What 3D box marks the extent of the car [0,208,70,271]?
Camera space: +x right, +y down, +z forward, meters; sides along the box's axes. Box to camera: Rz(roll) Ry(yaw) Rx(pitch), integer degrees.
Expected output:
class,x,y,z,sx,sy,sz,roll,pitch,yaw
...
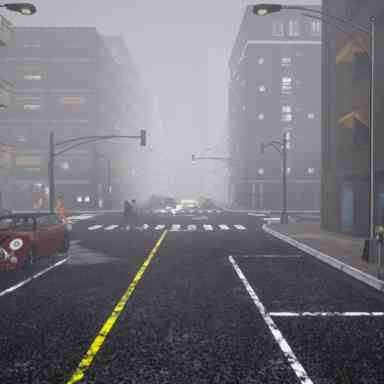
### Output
class,x,y,z,sx,sy,sz,roll,pitch,yaw
car,-5.517,1.437,10.729,1.967,1.590,4.097,-1,0,0

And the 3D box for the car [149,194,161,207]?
class,x,y,z,sx,sy,sz,roll,pitch,yaw
car,-5.627,1.298,52.707,2.192,1.841,5.009,-1,0,0

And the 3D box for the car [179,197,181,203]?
class,x,y,z,sx,sy,sz,roll,pitch,yaw
car,-3.156,1.583,55.955,1.895,1.301,4.718,0,0,0

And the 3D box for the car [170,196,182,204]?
class,x,y,z,sx,sy,sz,roll,pitch,yaw
car,-3.151,1.525,66.606,2.033,1.411,5.357,0,0,1

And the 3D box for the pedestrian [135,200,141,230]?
class,x,y,z,sx,sy,sz,roll,pitch,yaw
pedestrian,-3.489,1.288,20.405,0.375,1.860,0.375,-1,1,0

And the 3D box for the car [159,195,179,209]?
class,x,y,z,sx,sy,sz,roll,pitch,yaw
car,-3.102,1.491,45.855,1.837,1.490,4.892,0,0,0

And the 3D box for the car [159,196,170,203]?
class,x,y,z,sx,sy,sz,roll,pitch,yaw
car,-5.718,1.558,69.319,1.802,1.307,4.206,-1,0,0

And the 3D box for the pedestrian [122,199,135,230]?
class,x,y,z,sx,sy,sz,roll,pitch,yaw
pedestrian,-3.676,1.289,19.205,0.375,1.860,0.375,-1,1,0

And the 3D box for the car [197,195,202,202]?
class,x,y,z,sx,sy,sz,roll,pitch,yaw
car,2.256,1.534,52.693,2.008,1.369,4.403,-1,0,0

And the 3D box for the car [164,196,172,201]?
class,x,y,z,sx,sy,sz,roll,pitch,yaw
car,-5.781,1.552,80.393,1.802,1.307,4.206,-1,0,0

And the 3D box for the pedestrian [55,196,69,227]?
class,x,y,z,sx,sy,sz,roll,pitch,yaw
pedestrian,-7.729,1.140,19.733,0.375,1.860,0.375,-1,1,0

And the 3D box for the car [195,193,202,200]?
class,x,y,z,sx,sy,sz,roll,pitch,yaw
car,2.130,1.518,74.849,1.887,1.381,4.507,-1,0,0

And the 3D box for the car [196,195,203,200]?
class,x,y,z,sx,sy,sz,roll,pitch,yaw
car,2.036,1.546,91.467,1.802,1.307,4.206,-1,0,0

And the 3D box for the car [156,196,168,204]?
class,x,y,z,sx,sy,sz,roll,pitch,yaw
car,-5.687,1.504,63.611,1.752,1.417,4.829,-1,0,0

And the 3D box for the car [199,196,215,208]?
class,x,y,z,sx,sy,sz,roll,pitch,yaw
car,2.288,1.568,47.154,1.802,1.307,4.206,-1,0,0
